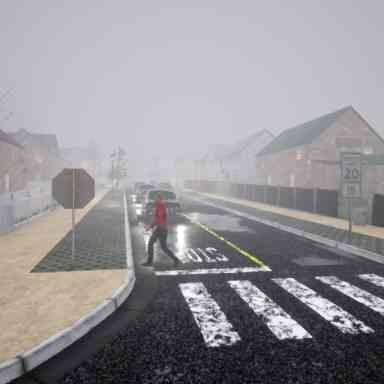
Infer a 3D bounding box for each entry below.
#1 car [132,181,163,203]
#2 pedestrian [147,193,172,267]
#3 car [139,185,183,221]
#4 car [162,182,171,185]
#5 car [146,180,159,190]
[{"bbox_3d":[-3.927,0.086,28.819,1.837,1.490,4.892,0,3,-12],"label":"car"},{"bbox_3d":[-0.760,0.873,7.959,0.375,1.860,0.375,3,-1,-12],"label":"pedestrian"},{"bbox_3d":[-1.692,0.612,18.006,1.837,1.490,4.892,0,3,-12],"label":"car"},{"bbox_3d":[-3.632,-0.532,41.916,1.882,1.535,5.008,0,3,-12],"label":"car"},{"bbox_3d":[-6.775,-1.221,57.081,1.812,1.442,4.674,0,3,-12],"label":"car"}]
